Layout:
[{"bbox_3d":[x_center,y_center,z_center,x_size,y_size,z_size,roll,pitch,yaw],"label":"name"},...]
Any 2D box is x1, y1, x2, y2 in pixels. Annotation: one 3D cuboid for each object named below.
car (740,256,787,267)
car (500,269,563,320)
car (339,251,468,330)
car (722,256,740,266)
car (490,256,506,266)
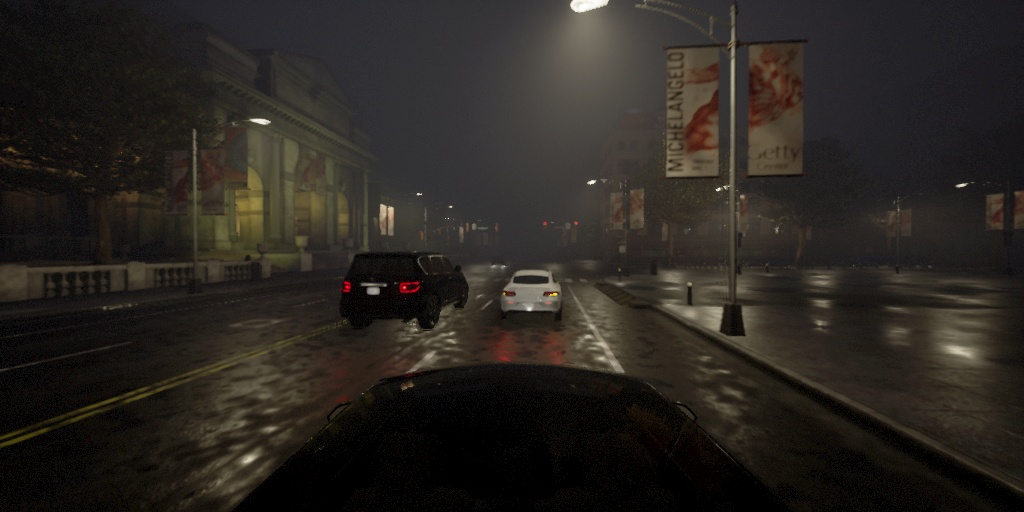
[{"bbox_3d":[32.501,0.740,45.926,4.674,1.442,1.812,0,1,6],"label":"car"},{"bbox_3d":[0.709,1.157,12.002,1.812,1.442,4.674,0,1,6],"label":"car"},{"bbox_3d":[-2.922,0.867,10.944,2.150,2.045,5.566,0,1,6],"label":"car"},{"bbox_3d":[31.439,0.737,49.535,4.181,1.385,1.994,0,1,6],"label":"car"},{"bbox_3d":[-2.011,0.689,53.459,1.812,1.442,4.674,0,1,2],"label":"car"}]
